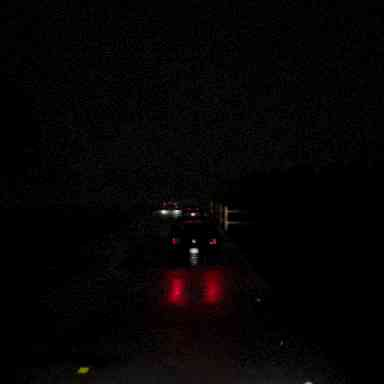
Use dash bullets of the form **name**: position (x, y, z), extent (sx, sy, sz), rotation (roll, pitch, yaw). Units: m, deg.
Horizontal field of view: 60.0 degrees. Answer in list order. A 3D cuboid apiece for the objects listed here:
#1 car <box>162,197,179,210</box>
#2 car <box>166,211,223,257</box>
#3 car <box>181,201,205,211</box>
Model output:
- **car**: position (-2.824, 1.508, 44.810), extent (2.097, 1.767, 4.553), rotation (0, 0, 0)
- **car**: position (0.085, 1.638, 13.102), extent (1.895, 1.301, 4.718), rotation (0, 0, 0)
- **car**: position (0.094, 1.597, 30.009), extent (1.837, 1.490, 4.892), rotation (0, 0, 0)
